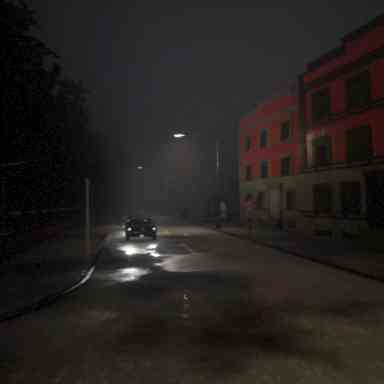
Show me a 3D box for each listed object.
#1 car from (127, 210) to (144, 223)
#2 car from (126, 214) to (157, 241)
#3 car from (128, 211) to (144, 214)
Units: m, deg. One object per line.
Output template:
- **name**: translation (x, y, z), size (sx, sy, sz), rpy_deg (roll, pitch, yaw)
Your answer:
- **car**: translation (-7.075, 2.994, 41.332), size (1.895, 1.301, 4.718), rpy_deg (0, -2, -11)
- **car**: translation (-3.347, 2.333, 21.705), size (1.895, 1.301, 4.718), rpy_deg (0, -2, -11)
- **car**: translation (-5.214, 2.662, 31.470), size (1.895, 1.301, 4.718), rpy_deg (0, -2, -11)
